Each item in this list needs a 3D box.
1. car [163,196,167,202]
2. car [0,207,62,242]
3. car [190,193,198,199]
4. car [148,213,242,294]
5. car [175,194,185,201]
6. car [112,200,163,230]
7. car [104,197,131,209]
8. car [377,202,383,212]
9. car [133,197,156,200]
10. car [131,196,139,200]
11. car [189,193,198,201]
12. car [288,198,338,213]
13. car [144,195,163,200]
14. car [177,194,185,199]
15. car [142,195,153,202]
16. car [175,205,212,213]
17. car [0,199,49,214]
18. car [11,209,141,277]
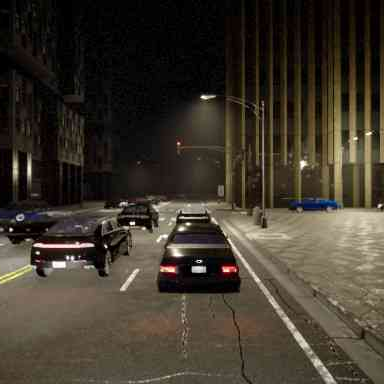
[{"bbox_3d":[-6.159,1.434,67.989,1.895,1.301,4.718,0,0,0],"label":"car"},{"bbox_3d":[-6.525,1.589,15.464,1.895,1.301,4.718,0,0,0],"label":"car"},{"bbox_3d":[0.442,1.117,87.517,2.128,1.511,4.902,0,0,0],"label":"car"},{"bbox_3d":[0.143,1.544,8.951,2.033,1.411,5.357,0,0,0],"label":"car"},{"bbox_3d":[-2.861,1.316,77.112,2.128,1.511,4.902,0,0,0],"label":"car"},{"bbox_3d":[-3.055,1.460,19.601,1.882,1.535,5.008,0,0,0],"label":"car"},{"bbox_3d":[-9.637,1.478,42.238,2.033,1.411,5.357,0,0,0],"label":"car"},{"bbox_3d":[22.176,1.343,35.018,4.902,1.511,2.128,0,0,0],"label":"car"},{"bbox_3d":[-5.664,1.540,39.395,1.895,1.301,4.718,0,0,-10],"label":"car"},{"bbox_3d":[-9.559,1.408,55.732,1.812,1.442,4.674,0,0,0],"label":"car"},{"bbox_3d":[0.389,1.291,77.095,1.837,1.490,4.892,0,0,0],"label":"car"},{"bbox_3d":[12.710,1.369,35.047,5.008,1.535,1.882,0,0,1],"label":"car"},{"bbox_3d":[-6.330,1.387,52.375,2.128,1.511,4.902,0,0,0],"label":"car"},{"bbox_3d":[-2.808,1.187,87.564,1.895,1.301,4.718,0,0,0],"label":"car"},{"bbox_3d":[-9.397,1.349,70.532,1.812,1.442,4.674,0,0,0],"label":"car"},{"bbox_3d":[0.092,1.475,18.695,2.128,1.511,4.902,0,0,0],"label":"car"},{"bbox_3d":[-9.755,1.335,19.279,2.097,1.767,4.553,0,0,0],"label":"car"},{"bbox_3d":[-3.101,1.487,10.225,2.128,1.511,4.902,0,0,0],"label":"car"}]
